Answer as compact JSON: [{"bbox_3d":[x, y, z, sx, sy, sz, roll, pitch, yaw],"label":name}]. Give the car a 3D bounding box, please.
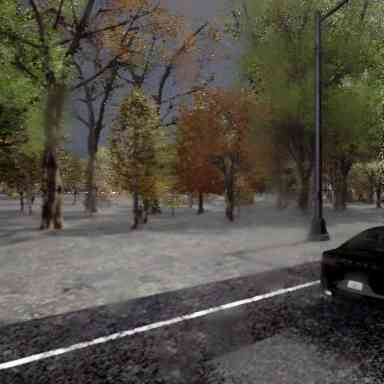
[{"bbox_3d":[4.845,1.459,7.208,5.008,1.535,1.882,0,0,-35],"label":"car"}]
